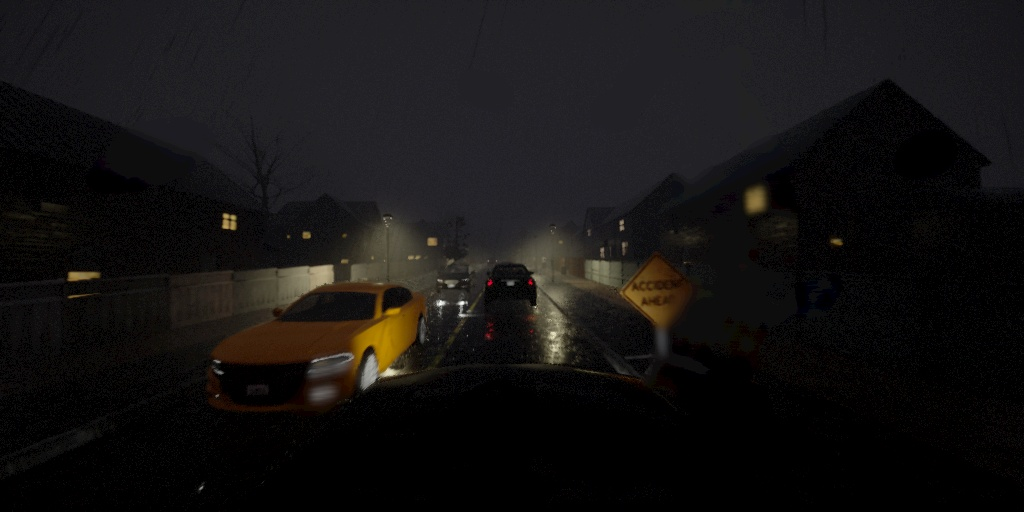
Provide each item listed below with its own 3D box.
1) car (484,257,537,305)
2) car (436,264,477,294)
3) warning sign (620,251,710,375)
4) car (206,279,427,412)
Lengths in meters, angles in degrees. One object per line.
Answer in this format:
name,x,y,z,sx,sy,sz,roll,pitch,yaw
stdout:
car,-0.087,1.083,15.949,2.097,1.767,4.553,0,0,-1
car,-3.098,1.235,20.618,2.128,1.511,4.902,0,0,-1
warning sign,2.481,0.844,5.865,1.300,1.860,1.060,0,0,-1
car,-2.901,1.241,6.538,1.882,1.535,5.008,0,0,-1
